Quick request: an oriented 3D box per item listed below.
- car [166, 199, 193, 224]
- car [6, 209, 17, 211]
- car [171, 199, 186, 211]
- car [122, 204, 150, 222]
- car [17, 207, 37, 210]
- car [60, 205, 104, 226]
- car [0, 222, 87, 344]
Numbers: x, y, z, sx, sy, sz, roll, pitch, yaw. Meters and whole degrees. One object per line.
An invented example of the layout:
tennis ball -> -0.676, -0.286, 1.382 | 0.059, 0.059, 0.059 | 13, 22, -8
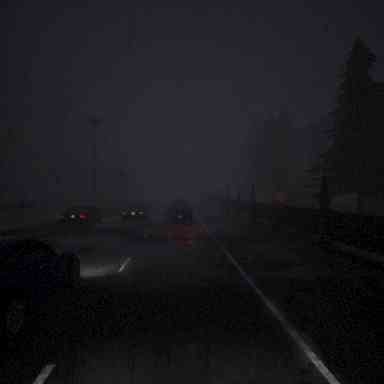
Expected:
car -> -0.930, 1.560, 25.352 | 1.882, 1.535, 5.008 | 0, 0, -3
car -> -15.090, 1.716, 24.456 | 1.994, 1.385, 4.181 | 0, 0, -2
car -> -1.747, 1.647, 43.816 | 1.837, 1.490, 4.892 | 0, 0, -3
car -> -4.526, 1.654, 27.452 | 2.033, 1.411, 5.357 | 0, 0, -3
car -> -19.082, 1.704, 37.121 | 2.128, 1.511, 4.902 | 0, 0, -2
car -> -7.884, 1.661, 24.160 | 2.033, 1.411, 5.357 | 0, 0, -3
car -> -3.635, 1.564, 6.329 | 1.812, 1.442, 4.674 | 0, 0, -2
